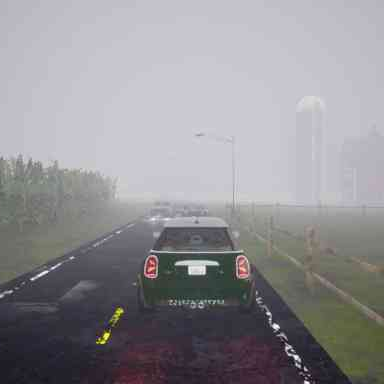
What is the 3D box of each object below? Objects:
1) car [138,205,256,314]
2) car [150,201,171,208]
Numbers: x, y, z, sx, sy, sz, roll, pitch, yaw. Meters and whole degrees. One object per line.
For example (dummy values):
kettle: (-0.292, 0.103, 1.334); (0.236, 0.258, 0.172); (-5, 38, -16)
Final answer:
car: (0.098, 1.351, 7.775); (2.097, 1.767, 4.553); (0, 0, 0)
car: (-2.810, 1.551, 31.410); (2.033, 1.411, 5.357); (0, 0, 0)
